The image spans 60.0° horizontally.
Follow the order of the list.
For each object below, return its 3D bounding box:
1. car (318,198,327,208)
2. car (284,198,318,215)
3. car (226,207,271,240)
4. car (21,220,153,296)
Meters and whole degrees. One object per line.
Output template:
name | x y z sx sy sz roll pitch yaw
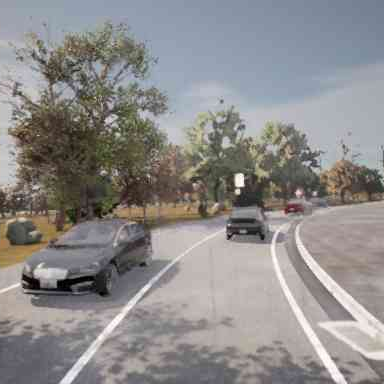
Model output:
car | 16.910 1.581 46.019 4.892 1.490 1.837 -1 -4 -43
car | 10.851 1.473 33.665 1.882 1.535 5.008 -4 -2 33
car | 2.966 1.535 17.279 1.837 1.490 4.892 -2 -1 16
car | -2.422 1.536 8.886 2.128 1.511 4.902 -1 0 9
